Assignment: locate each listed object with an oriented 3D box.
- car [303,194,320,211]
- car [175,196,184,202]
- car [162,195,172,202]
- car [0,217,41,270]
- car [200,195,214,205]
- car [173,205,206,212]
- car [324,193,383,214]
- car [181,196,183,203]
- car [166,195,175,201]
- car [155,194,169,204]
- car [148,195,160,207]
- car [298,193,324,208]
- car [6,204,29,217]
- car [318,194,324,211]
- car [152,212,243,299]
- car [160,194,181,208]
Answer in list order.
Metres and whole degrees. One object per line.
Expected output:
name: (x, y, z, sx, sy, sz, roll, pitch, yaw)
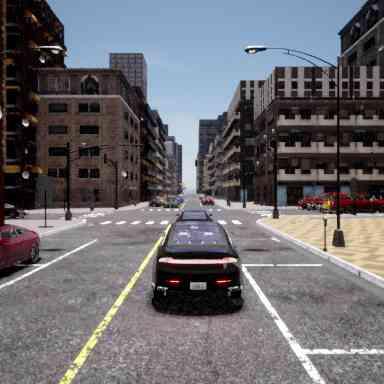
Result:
car: (14.610, 1.230, 35.001, 4.674, 1.442, 1.812, -1, 0, 0)
car: (-2.902, 1.572, 79.098, 2.033, 1.411, 5.357, 0, 0, 0)
car: (-5.599, 1.471, 74.011, 1.967, 1.590, 4.097, 0, 0, 0)
car: (-5.730, 1.582, 9.258, 1.802, 1.307, 4.206, 0, 0, 0)
car: (2.760, 1.458, 56.955, 1.967, 1.590, 4.097, 0, 0, 0)
car: (0.120, 1.565, 17.078, 1.994, 1.385, 4.181, 0, 0, 0)
car: (14.730, 1.029, 29.193, 5.009, 1.841, 2.192, -1, 1, 0)
car: (-3.008, 1.620, 58.161, 1.895, 1.301, 4.718, 0, 0, 0)
car: (-5.585, 1.481, 85.377, 1.967, 1.590, 4.097, 0, 0, 0)
car: (-5.613, 1.337, 62.646, 2.192, 1.841, 5.009, 0, 0, 0)
car: (-5.627, 1.581, 51.281, 1.947, 1.339, 4.313, 0, 0, 0)
car: (14.606, 1.015, 37.572, 5.009, 1.841, 2.192, -1, 1, 0)
car: (-18.131, 1.807, 31.554, 4.902, 1.511, 2.128, -1, 0, 0)
car: (15.132, 1.179, 31.804, 5.008, 1.535, 1.882, -1, 0, 0)
car: (0.113, 1.491, 8.463, 2.128, 1.511, 4.902, 0, 0, 0)
car: (-3.006, 1.365, 48.229, 2.097, 1.767, 4.553, 0, 0, 0)
